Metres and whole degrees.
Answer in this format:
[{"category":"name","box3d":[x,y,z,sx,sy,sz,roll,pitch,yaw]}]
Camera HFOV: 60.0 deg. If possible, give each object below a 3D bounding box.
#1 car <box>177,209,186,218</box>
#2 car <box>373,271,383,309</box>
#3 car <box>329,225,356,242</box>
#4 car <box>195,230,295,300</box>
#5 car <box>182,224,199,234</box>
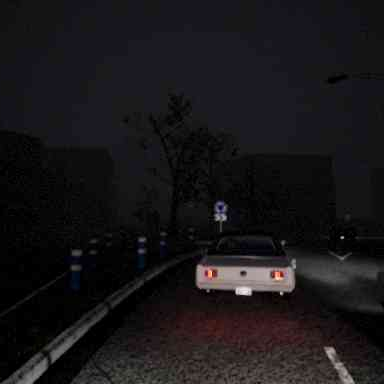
[{"category":"car","box3d":[-3.473,6.114,87.884,2.128,1.511,4.902,0,0,3]},{"category":"car","box3d":[3.782,1.556,3.439,1.895,1.301,4.718,-1,1,6]},{"category":"car","box3d":[12.251,3.365,27.226,1.895,1.301,4.718,-2,-7,23]},{"category":"car","box3d":[1.411,1.609,8.386,1.895,1.301,4.718,-1,-1,12]},{"category":"car","box3d":[-0.217,5.778,52.246,1.812,1.442,4.674,2,-3,-15]}]
